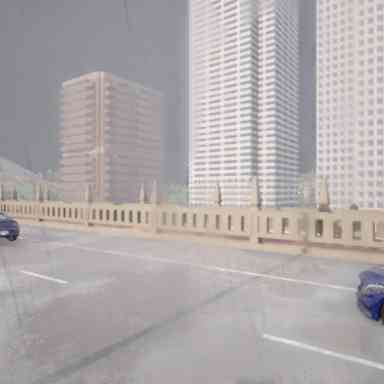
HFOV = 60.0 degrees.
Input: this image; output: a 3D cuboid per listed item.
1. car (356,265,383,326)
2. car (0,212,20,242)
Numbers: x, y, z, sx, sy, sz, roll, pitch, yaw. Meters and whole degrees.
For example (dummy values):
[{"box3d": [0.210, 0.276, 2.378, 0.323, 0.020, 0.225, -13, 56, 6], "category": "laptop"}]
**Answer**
[{"box3d": [4.957, 1.526, 4.757, 4.674, 1.442, 1.812, 0, 0, 35], "category": "car"}, {"box3d": [-9.679, 1.530, 15.186, 4.674, 1.442, 1.812, 0, 0, 35], "category": "car"}]
